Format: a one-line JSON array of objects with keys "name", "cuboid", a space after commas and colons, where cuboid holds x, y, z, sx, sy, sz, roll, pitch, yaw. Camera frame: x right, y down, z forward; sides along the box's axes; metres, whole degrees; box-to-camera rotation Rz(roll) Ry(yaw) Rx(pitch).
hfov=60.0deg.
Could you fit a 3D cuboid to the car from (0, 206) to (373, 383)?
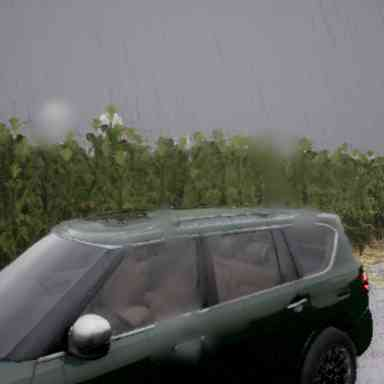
[{"name": "car", "cuboid": [-0.511, 1.215, 3.132, 5.566, 2.045, 2.150, 0, 0, -36]}]
